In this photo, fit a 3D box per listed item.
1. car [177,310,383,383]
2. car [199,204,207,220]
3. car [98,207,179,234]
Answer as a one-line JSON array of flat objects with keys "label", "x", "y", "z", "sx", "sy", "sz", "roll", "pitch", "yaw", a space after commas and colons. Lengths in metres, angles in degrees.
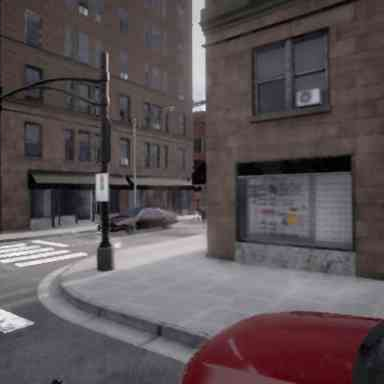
[{"label": "car", "x": 2.115, "y": 1.306, "z": 1.301, "sx": 5.009, "sy": 1.841, "sz": 2.192, "roll": -1, "pitch": 0, "yaw": 35}, {"label": "car", "x": 2.831, "y": 1.271, "z": 28.248, "sx": 2.150, "sy": 2.045, "sz": 5.566, "roll": -1, "pitch": 0, "yaw": 36}, {"label": "car", "x": -3.033, "y": 1.623, "z": 20.068, "sx": 2.033, "sy": 1.411, "sz": 5.357, "roll": -1, "pitch": 0, "yaw": 36}]
